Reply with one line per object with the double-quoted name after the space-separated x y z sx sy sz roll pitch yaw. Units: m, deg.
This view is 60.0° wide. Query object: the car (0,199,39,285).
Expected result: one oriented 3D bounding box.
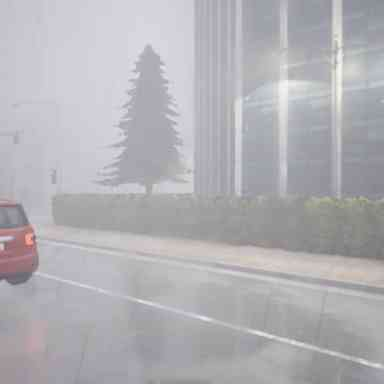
-5.953 1.175 8.181 5.566 2.045 2.150 0 0 38 "car"
